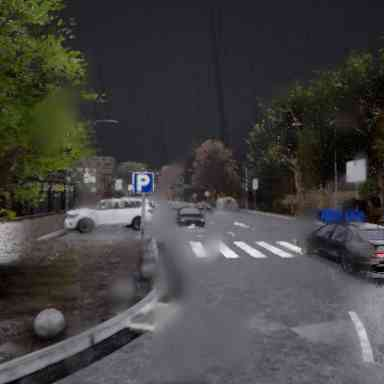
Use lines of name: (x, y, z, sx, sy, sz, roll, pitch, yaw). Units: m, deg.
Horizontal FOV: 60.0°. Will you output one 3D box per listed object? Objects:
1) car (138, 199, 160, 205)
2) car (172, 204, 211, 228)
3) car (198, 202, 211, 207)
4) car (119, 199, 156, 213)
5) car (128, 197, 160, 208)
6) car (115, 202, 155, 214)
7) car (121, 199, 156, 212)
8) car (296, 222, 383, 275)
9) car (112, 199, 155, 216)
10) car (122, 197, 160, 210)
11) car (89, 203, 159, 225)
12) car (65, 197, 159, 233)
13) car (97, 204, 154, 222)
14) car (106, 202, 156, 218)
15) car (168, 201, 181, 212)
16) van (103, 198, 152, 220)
car: (-11.667, 2.598, 90.249, 5.366, 1.575, 1.946, 0, -1, -26)
car: (-0.190, 1.833, 24.694, 2.033, 1.411, 5.357, 0, -1, -6)
car: (1.610, 2.186, 49.345, 1.895, 1.301, 4.718, 0, -1, -6)
car: (-7.478, 1.858, 45.365, 4.553, 1.767, 2.185, 0, 0, -25)
car: (-9.209, 1.959, 63.314, 5.566, 2.045, 2.435, 0, -1, -26)
car: (-7.223, 1.989, 42.365, 4.674, 1.452, 2.002, 0, -1, -25)
car: (-7.764, 1.894, 48.352, 4.553, 1.767, 2.185, 0, 0, -25)
car: (5.248, 1.694, 10.934, 2.033, 1.411, 5.357, 0, -1, -4)
car: (-6.967, 1.789, 39.370, 4.553, 1.767, 2.185, 0, -1, -26)
car: (-8.342, 1.842, 54.340, 5.566, 2.045, 2.435, 0, -1, -25)
car: (-5.597, 1.776, 27.499, 5.366, 1.575, 1.946, 0, -1, -26)
car: (-5.189, 1.461, 21.420, 5.566, 2.045, 2.435, 0, 0, -26)
car: (-6.065, 1.853, 30.408, 4.674, 1.452, 2.002, 0, -1, -26)
car: (-6.637, 1.881, 36.383, 5.008, 1.535, 2.097, 0, 0, -26)
car: (-2.411, 2.063, 48.213, 1.837, 1.490, 4.892, 0, -1, -5)
van: (-6.459, 1.622, 33.343, 4.442, 1.987, 1.878, 0, 0, -26)
